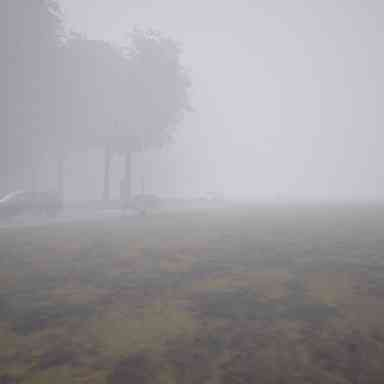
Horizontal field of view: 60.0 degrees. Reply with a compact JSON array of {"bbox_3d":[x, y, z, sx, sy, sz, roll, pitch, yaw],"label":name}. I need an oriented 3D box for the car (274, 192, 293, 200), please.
[{"bbox_3d":[16.530,0.670,59.667,1.895,1.301,4.718,1,1,36],"label":"car"}]

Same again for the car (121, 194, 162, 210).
[{"bbox_3d":[-5.204,0.989,34.492,1.837,1.490,4.892,1,2,36],"label":"car"}]

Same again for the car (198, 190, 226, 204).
[{"bbox_3d":[2.737,0.628,45.488,2.097,1.767,4.553,1,1,36],"label":"car"}]

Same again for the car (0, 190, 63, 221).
[{"bbox_3d":[-12.317,0.923,24.568,2.150,2.045,5.566,1,2,34],"label":"car"}]
